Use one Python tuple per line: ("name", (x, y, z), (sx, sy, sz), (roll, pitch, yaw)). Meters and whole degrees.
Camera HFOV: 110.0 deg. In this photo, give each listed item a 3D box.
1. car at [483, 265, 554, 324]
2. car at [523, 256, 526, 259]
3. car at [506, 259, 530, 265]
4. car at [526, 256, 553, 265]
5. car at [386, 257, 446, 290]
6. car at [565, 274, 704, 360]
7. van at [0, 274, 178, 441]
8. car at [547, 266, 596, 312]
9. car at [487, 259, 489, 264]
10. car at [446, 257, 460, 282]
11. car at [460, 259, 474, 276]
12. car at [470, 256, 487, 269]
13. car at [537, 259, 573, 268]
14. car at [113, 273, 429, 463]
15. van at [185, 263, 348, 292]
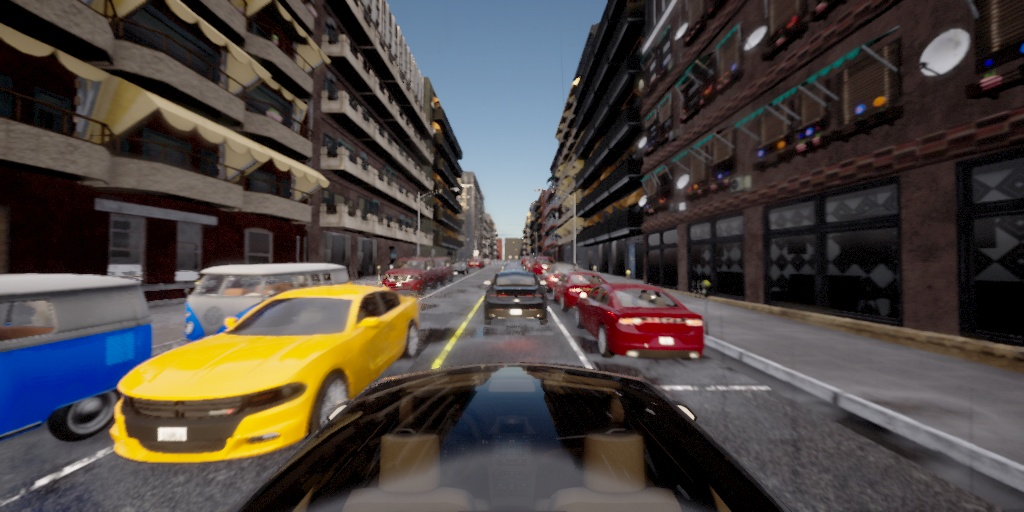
("car", (0.108, 1.223, 11.861), (1.837, 1.490, 4.892), (0, 0, 0))
("car", (2.572, 1.094, 41.415), (1.967, 1.591, 4.097), (0, 0, 0))
("car", (0.129, 1.220, 29.915), (2.033, 1.411, 5.357), (0, 0, 0))
("car", (2.560, 0.988, 30.353), (2.192, 1.841, 5.009), (0, 0, 0))
("car", (-5.299, 1.008, 19.360), (2.192, 1.841, 5.009), (0, 0, 0))
("car", (2.572, 1.276, 8.230), (1.888, 1.381, 4.507), (0, 0, 0))
("van", (-5.316, 1.083, 2.768), (1.690, 1.789, 3.998), (0, 0, 0))
("car", (2.578, 1.260, 13.760), (1.888, 1.381, 4.507), (0, 0, 0))
("car", (-5.260, 1.178, 58.072), (1.888, 1.381, 4.507), (0, 0, 0))
("car", (-5.293, 0.994, 24.890), (2.192, 1.841, 5.009), (0, 0, 0))
("car", (-5.282, 1.222, 35.952), (1.948, 1.339, 4.313), (0, 0, 0))
("car", (-5.265, 0.951, 52.541), (2.192, 1.841, 5.009), (0, 0, 0))
("car", (2.591, 1.140, 19.292), (1.967, 1.591, 4.097), (0, 0, 0))
("car", (-2.846, 1.213, 5.504), (1.882, 1.535, 5.008), (0, 0, 0))
("van", (-5.311, 1.065, 8.300), (1.690, 1.789, 3.998), (0, 0, 0))
